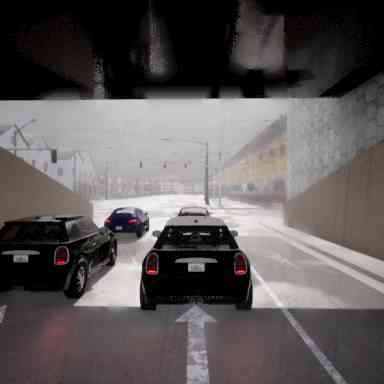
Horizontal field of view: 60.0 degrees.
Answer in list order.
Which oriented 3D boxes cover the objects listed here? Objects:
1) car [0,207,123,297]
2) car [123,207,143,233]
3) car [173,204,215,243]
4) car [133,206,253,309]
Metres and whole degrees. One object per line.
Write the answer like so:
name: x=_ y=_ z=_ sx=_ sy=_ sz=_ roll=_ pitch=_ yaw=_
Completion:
car: x=-3.413 y=1.352 z=8.760 sx=2.097 sy=1.767 sz=4.553 roll=0 pitch=0 yaw=0
car: x=-3.409 y=1.525 z=17.812 sx=1.812 sy=1.442 sz=4.674 roll=0 pitch=0 yaw=0
car: x=0.091 y=1.477 z=17.265 sx=1.882 sy=1.535 sz=5.008 roll=0 pitch=0 yaw=0
car: x=0.081 y=1.352 z=7.997 sx=2.097 sy=1.767 sz=4.553 roll=0 pitch=0 yaw=0
